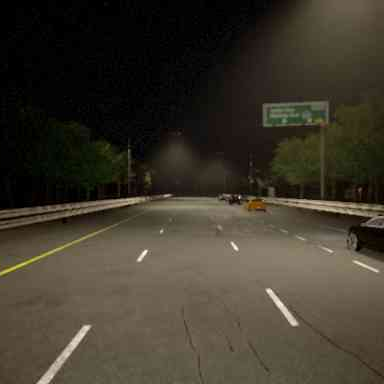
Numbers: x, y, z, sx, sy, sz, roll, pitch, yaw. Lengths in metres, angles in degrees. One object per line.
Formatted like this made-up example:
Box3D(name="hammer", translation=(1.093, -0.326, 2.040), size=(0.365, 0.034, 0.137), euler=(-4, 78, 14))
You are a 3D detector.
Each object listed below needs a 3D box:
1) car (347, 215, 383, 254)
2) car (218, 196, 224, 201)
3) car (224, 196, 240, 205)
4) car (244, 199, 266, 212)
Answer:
Box3D(name="car", translation=(7.004, 1.490, 11.151), size=(2.128, 1.511, 4.902), euler=(0, 0, 0))
Box3D(name="car", translation=(7.132, 1.546, 78.466), size=(1.895, 1.301, 4.718), euler=(0, 0, 0))
Box3D(name="car", translation=(7.089, 1.511, 57.090), size=(1.837, 1.490, 4.892), euler=(0, 0, 0))
Box3D(name="car", translation=(7.052, 1.473, 37.599), size=(1.882, 1.535, 5.008), euler=(0, 0, 0))
